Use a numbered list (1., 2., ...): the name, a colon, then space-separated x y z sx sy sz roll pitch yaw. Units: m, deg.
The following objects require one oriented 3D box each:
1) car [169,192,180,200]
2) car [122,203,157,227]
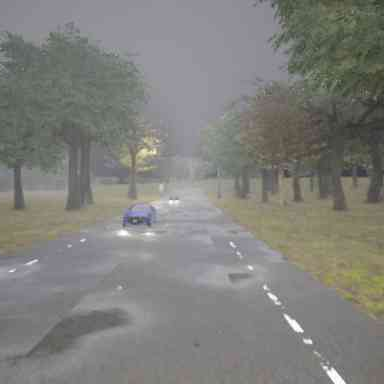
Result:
1. car: -3.434 0.827 64.623 2.128 1.511 4.902 0 1 1
2. car: -3.567 1.529 23.317 1.882 1.535 5.008 0 0 0
